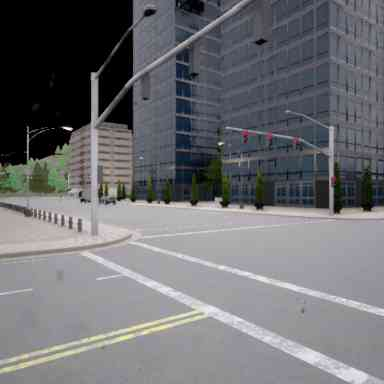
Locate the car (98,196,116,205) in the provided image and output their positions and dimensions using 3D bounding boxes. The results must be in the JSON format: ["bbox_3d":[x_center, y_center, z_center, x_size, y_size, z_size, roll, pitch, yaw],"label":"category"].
[{"bbox_3d":[-14.661,1.449,57.188,1.837,1.490,4.892,0,0,-35],"label":"car"}]

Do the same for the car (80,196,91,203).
[{"bbox_3d":[-20.626,1.492,65.703,2.033,1.411,5.357,0,0,-33],"label":"car"}]
